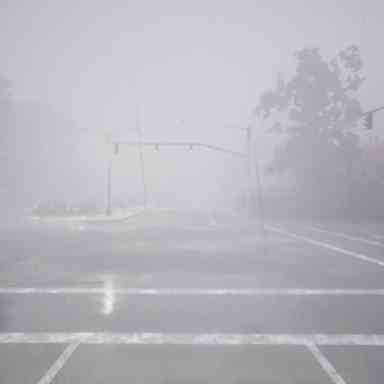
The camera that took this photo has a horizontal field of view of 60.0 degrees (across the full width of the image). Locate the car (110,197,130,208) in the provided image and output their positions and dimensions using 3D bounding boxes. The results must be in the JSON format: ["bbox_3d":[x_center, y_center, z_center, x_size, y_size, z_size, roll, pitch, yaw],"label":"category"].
[{"bbox_3d":[-11.546,1.852,51.998,1.895,1.301,4.718,0,0,0],"label":"car"}]

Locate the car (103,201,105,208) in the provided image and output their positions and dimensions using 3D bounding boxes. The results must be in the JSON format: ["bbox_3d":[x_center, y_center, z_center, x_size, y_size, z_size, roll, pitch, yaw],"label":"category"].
[{"bbox_3d":[-15.043,1.756,51.932,1.837,1.490,4.892,0,0,0],"label":"car"}]

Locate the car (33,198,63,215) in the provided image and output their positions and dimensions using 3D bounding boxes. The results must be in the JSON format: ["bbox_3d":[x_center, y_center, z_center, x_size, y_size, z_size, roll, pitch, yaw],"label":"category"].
[{"bbox_3d":[-15.078,1.524,35.558,2.097,1.767,4.553,0,0,0],"label":"car"}]

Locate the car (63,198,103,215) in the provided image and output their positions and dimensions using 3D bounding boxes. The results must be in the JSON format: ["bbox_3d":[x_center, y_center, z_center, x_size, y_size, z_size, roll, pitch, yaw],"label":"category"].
[{"bbox_3d":[-11.579,1.664,35.719,2.128,1.511,4.902,0,0,0],"label":"car"}]

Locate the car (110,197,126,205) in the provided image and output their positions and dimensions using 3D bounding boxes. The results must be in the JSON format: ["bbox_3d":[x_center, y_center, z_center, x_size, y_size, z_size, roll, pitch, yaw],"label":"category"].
[{"bbox_3d":[-14.980,1.782,67.326,2.128,1.511,4.902,0,0,0],"label":"car"}]

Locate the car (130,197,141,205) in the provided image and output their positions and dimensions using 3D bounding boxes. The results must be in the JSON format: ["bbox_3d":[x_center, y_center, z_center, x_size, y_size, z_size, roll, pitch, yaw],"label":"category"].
[{"bbox_3d":[-11.480,1.753,67.566,1.837,1.490,4.892,0,0,0],"label":"car"}]
